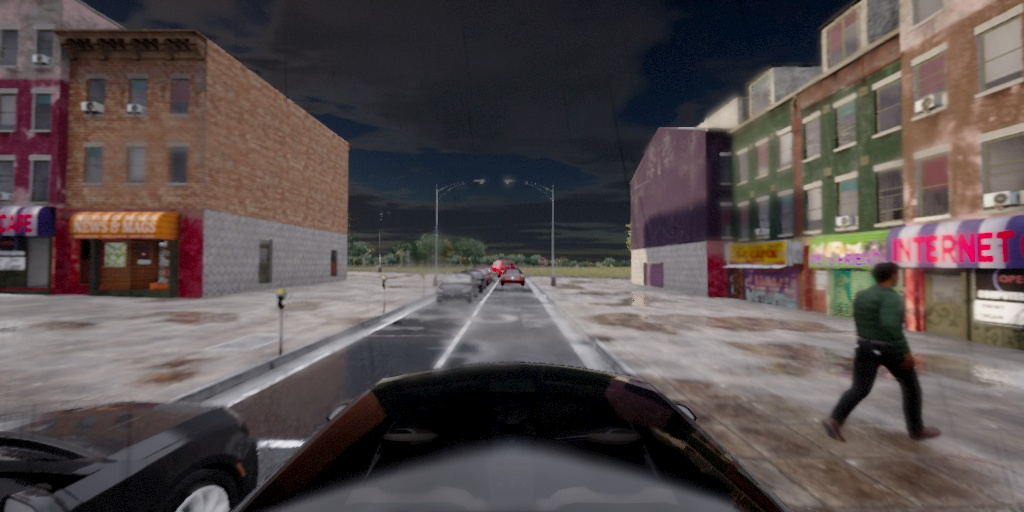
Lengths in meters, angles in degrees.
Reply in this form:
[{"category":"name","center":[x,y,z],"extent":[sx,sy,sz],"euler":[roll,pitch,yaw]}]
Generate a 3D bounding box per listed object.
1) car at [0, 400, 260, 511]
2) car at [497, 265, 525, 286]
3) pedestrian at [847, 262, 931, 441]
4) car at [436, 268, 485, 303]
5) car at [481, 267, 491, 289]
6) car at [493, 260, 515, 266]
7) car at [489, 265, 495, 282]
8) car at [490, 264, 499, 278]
[{"category":"car","center":[-2.750,1.244,0.619],"extent":[1.837,1.490,4.892],"euler":[0,-1,0]},{"category":"car","center":[0.079,1.701,30.058],"extent":[1.994,1.385,4.181],"euler":[0,-1,1]},{"category":"pedestrian","center":[3.718,0.914,3.580],"extent":[0.375,1.860,0.375],"euler":[-1,-1,0]},{"category":"car","center":[-2.638,1.511,17.958],"extent":[2.007,1.370,4.403],"euler":[0,0,0]},{"category":"car","center":[-2.638,1.607,23.497],"extent":[1.948,1.339,4.313],"euler":[0,0,0]},{"category":"car","center":[-1.224,1.513,42.785],"extent":[2.150,2.045,5.566],"euler":[2,-1,-19]},{"category":"car","center":[-2.638,1.668,29.037],"extent":[1.888,1.381,4.507],"euler":[0,0,0]},{"category":"car","center":[-2.639,1.754,34.578],"extent":[2.007,1.370,4.403],"euler":[0,0,0]}]
